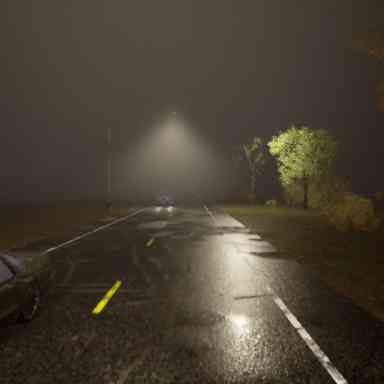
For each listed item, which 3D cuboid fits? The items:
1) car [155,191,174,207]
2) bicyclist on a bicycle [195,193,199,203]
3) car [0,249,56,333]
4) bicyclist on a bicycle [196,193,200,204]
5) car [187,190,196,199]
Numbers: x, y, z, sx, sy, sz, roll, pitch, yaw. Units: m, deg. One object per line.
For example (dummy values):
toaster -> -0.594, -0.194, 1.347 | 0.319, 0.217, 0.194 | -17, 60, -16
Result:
car -> -3.664, 0.873, 45.303 | 2.150, 2.045, 5.566 | 0, 0, 0
bicyclist on a bicycle -> 0.873, 1.017, 56.168 | 0.582, 1.620, 1.656 | 0, 0, 0
car -> -3.607, 1.515, 4.301 | 2.033, 1.411, 5.357 | 0, 0, 0
bicyclist on a bicycle -> 0.888, 1.089, 47.165 | 0.582, 1.620, 1.656 | 0, 0, 0
car -> -0.125, 0.939, 77.913 | 1.994, 1.385, 4.181 | 0, 0, 0
